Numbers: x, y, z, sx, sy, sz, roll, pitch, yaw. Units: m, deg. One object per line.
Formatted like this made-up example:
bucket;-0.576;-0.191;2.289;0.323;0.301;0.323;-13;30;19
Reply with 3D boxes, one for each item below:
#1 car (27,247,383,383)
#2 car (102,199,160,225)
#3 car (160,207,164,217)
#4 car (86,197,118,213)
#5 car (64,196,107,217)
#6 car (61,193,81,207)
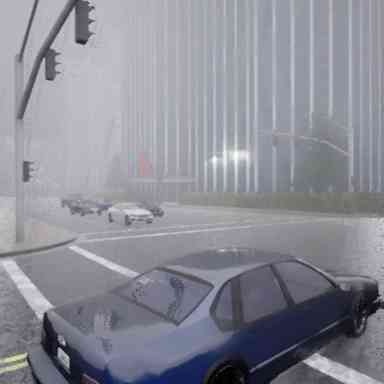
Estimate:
car;0.738;1.531;4.656;5.357;1.411;2.033;0;0;-41
car;-4.444;1.469;23.560;1.812;1.442;4.674;0;0;-36
car;-4.173;1.490;29.101;1.994;1.385;4.181;0;0;-36
car;-10.211;1.397;37.420;1.882;1.535;5.008;0;0;-36
car;-9.907;1.430;31.041;2.128;1.511;4.902;0;0;-36
car;-16.481;1.135;46.088;2.150;2.045;5.566;0;0;-36
